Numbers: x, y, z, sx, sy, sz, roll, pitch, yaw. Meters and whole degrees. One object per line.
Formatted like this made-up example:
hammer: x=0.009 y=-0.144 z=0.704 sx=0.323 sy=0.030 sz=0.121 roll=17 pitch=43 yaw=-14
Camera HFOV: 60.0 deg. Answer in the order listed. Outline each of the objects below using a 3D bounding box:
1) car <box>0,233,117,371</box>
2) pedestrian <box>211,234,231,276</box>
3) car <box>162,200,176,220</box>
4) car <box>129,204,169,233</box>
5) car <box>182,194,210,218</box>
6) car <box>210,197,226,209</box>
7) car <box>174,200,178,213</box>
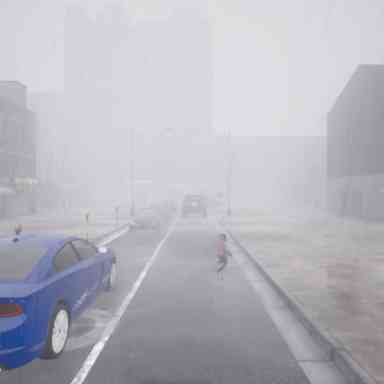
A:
car: x=-2.719 y=1.476 z=5.968 sx=1.882 sy=1.535 sz=5.008 roll=0 pitch=0 yaw=0
pedestrian: x=0.769 y=1.290 z=8.950 sx=0.375 sy=1.860 sz=0.375 roll=0 pitch=0 yaw=0
car: x=-2.507 y=1.556 z=24.781 sx=1.947 sy=1.339 sz=4.313 roll=0 pitch=0 yaw=0
car: x=-2.537 y=1.574 z=19.329 sx=1.802 sy=1.307 sz=4.206 roll=0 pitch=0 yaw=0
car: x=0.231 y=1.206 z=30.216 sx=2.150 sy=2.045 sz=5.566 roll=0 pitch=0 yaw=1
car: x=2.720 y=1.470 z=44.573 sx=2.128 sy=1.511 sz=4.902 roll=-1 pitch=0 yaw=39
car: x=-2.449 y=1.551 z=35.685 sx=1.947 sy=1.339 sz=4.313 roll=0 pitch=0 yaw=0
